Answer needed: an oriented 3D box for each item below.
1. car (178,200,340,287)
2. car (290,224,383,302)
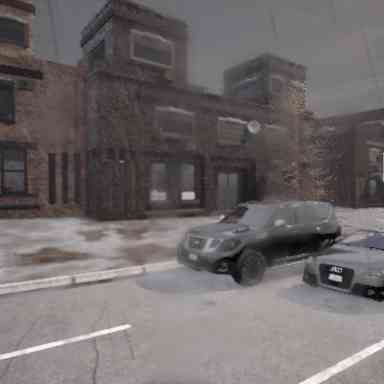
[{"bbox_3d":[2.259,1.286,9.908,5.566,2.045,2.150,1,0,-36],"label":"car"},{"bbox_3d":[4.624,1.634,8.177,4.181,1.385,1.994,1,0,-36],"label":"car"}]
